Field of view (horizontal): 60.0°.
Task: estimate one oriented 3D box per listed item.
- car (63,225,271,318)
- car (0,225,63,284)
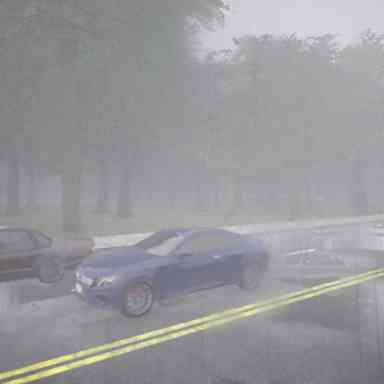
[{"bbox_3d":[-0.204,1.525,7.529,4.674,1.442,1.812,0,0,-35],"label":"car"},{"bbox_3d":[-5.017,1.549,8.092,5.357,1.411,2.033,0,0,-35],"label":"car"}]
